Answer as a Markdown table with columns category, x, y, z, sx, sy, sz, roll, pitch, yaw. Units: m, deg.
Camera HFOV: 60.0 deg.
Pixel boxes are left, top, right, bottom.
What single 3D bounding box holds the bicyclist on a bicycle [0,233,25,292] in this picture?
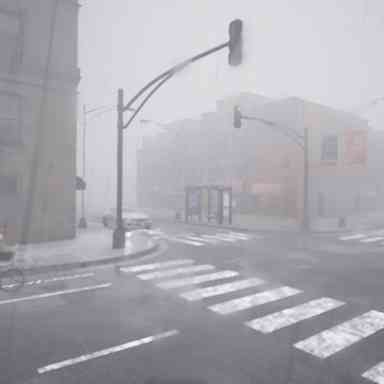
| category | x | y | z | sx | sy | sz | roll | pitch | yaw |
| --- | --- | --- | --- | --- | --- | --- | --- | --- | --- |
| bicyclist on a bicycle | -4.432 | 1.440 | 7.196 | 1.509 | 1.612 | 0.866 | 0 | 0 | -36 |

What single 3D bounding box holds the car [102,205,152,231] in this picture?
| category | x | y | z | sx | sy | sz | roll | pitch | yaw |
| --- | --- | --- | --- | --- | --- | --- | --- | --- | --- |
| car | -4.356 | 1.622 | 21.773 | 1.812 | 1.442 | 4.674 | 1 | -1 | -37 |
